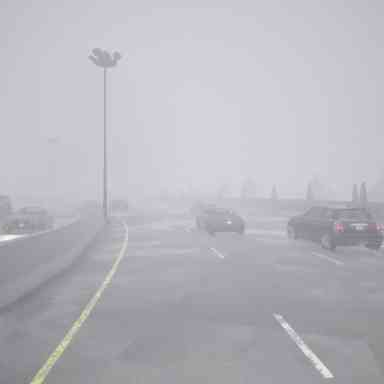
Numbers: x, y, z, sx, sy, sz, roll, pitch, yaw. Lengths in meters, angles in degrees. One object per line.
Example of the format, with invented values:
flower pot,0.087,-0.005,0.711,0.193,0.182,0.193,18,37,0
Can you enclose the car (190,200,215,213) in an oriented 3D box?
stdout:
car,1.276,1.525,33.787,1.812,1.442,4.674,0,0,-18

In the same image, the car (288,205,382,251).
car,5.872,1.351,14.307,2.097,1.767,4.553,0,0,-7

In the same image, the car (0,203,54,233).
car,-9.444,1.564,19.497,1.994,1.385,4.181,0,0,-13

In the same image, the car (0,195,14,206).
car,-13.606,1.221,22.104,2.150,2.045,5.566,0,0,-15

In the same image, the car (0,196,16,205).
car,-32.778,1.497,58.667,2.128,1.511,4.902,0,0,-40

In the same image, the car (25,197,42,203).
car,-27.470,1.599,57.730,1.895,1.301,4.718,0,0,-37

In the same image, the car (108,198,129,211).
car,-9.122,1.490,41.043,2.128,1.511,4.902,0,0,-23

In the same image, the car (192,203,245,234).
car,1.533,1.563,19.169,1.994,1.385,4.181,0,0,-11
